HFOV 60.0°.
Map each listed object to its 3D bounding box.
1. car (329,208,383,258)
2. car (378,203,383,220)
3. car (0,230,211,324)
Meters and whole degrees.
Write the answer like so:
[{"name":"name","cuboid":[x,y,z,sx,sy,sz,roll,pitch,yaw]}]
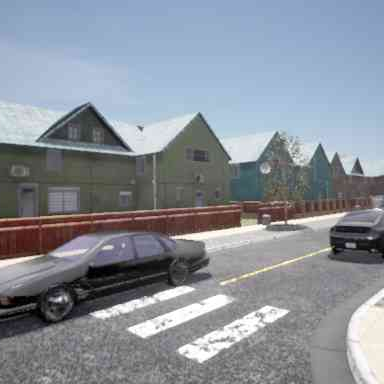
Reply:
[{"name":"car","cuboid":[6.726,1.434,12.326,1.837,1.490,4.892,-2,-1,44]},{"name":"car","cuboid":[16.972,1.509,27.193,1.895,1.301,4.718,-2,-1,44]},{"name":"car","cuboid":[-1.861,1.626,7.663,2.033,1.411,5.357,-2,-1,44]}]
